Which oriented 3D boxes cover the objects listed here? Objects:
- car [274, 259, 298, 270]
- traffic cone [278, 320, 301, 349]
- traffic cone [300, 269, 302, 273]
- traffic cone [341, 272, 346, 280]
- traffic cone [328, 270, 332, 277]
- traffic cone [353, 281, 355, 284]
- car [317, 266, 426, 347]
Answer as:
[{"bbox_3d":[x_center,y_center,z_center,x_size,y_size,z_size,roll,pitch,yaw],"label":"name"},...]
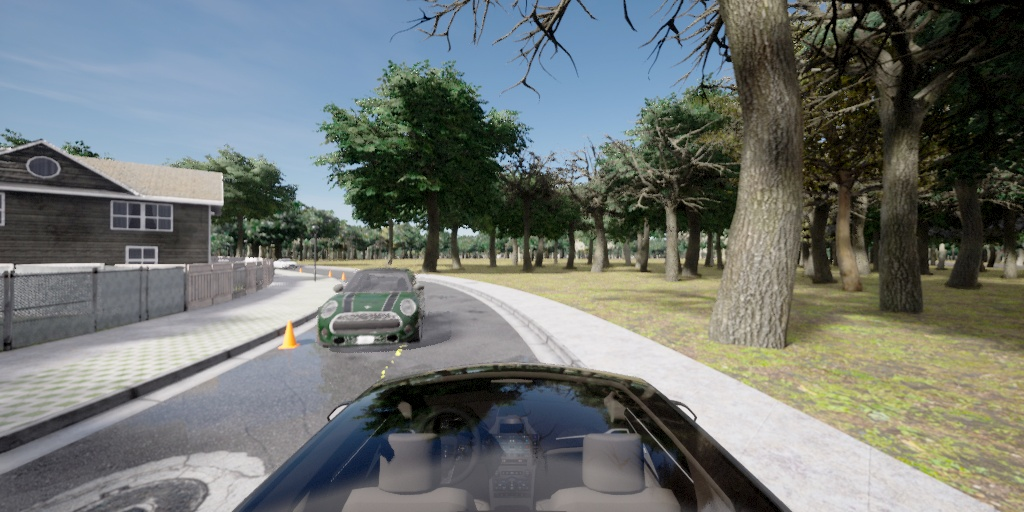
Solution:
[{"bbox_3d":[-32.026,1.142,50.702,4.674,1.442,1.812,0,0,39],"label":"car"},{"bbox_3d":[-4.906,1.709,7.910,0.340,0.580,0.340,0,0,-9],"label":"traffic cone"},{"bbox_3d":[-23.832,1.610,40.476,0.340,0.580,0.340,0,0,-45],"label":"traffic cone"},{"bbox_3d":[-13.960,1.658,29.715,0.340,0.580,0.340,0,0,-36],"label":"traffic cone"},{"bbox_3d":[-16.945,1.643,33.427,0.340,0.580,0.340,0,0,-42],"label":"traffic cone"},{"bbox_3d":[-11.338,1.673,25.736,0.340,0.580,0.340,0,0,-31],"label":"traffic cone"},{"bbox_3d":[-3.404,1.106,9.459,2.097,1.767,4.553,0,0,-12],"label":"car"}]
